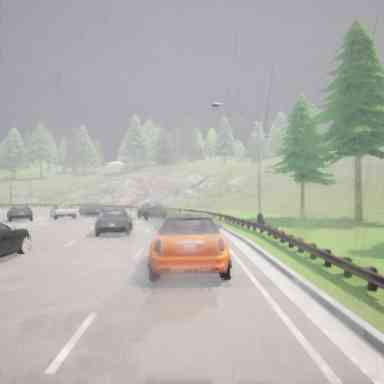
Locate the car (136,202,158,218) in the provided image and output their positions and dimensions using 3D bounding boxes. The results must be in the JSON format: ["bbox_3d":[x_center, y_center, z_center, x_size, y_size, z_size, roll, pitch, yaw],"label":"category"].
[{"bbox_3d":[-3.684,1.661,29.599,2.128,1.511,4.902,0,0,-21],"label":"car"}]

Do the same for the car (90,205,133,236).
[{"bbox_3d":[-4.500,1.698,19.549,1.994,1.385,4.181,-1,0,-8],"label":"car"}]

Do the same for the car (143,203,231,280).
[{"bbox_3d":[-0.110,1.398,10.276,2.097,1.767,4.553,-1,0,-2],"label":"car"}]

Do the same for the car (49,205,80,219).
[{"bbox_3d":[-12.530,1.872,32.095,1.895,1.301,4.718,0,0,-30],"label":"car"}]

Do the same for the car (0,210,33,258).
[{"bbox_3d":[-7.131,1.600,10.892,1.882,1.535,5.008,0,0,-2],"label":"car"}]

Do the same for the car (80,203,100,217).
[{"bbox_3d":[-10.759,1.833,35.582,1.994,1.385,4.181,0,0,-32],"label":"car"}]

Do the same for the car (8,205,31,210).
[{"bbox_3d":[-15.964,1.866,30.863,1.994,1.385,4.181,0,0,-30],"label":"car"}]
